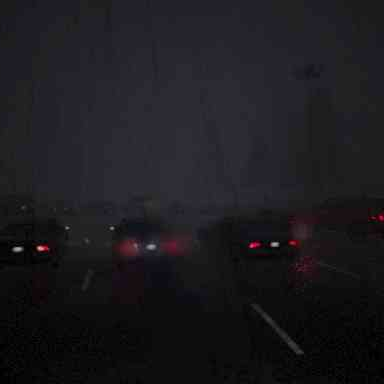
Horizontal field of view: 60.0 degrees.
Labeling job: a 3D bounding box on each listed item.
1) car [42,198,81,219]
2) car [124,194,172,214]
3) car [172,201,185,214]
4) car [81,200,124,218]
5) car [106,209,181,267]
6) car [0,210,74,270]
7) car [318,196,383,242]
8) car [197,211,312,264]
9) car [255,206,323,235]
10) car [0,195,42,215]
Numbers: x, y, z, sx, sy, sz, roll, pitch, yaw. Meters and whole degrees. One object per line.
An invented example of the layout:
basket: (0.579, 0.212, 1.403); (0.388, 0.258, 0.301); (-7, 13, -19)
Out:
car: (-11.802, 1.395, 28.905); (2.097, 1.767, 4.553); (0, 0, -42)
car: (-4.664, 1.252, 31.872); (2.150, 2.045, 5.566); (0, 0, -40)
car: (-2.539, 1.594, 34.636); (1.994, 1.385, 4.181); (0, 0, -40)
car: (-8.743, 1.530, 30.759); (2.128, 1.511, 4.902); (0, 0, -42)
car: (-1.777, 1.559, 11.539); (2.033, 1.411, 5.357); (0, 0, -15)
car: (-5.301, 1.566, 11.194); (2.033, 1.411, 5.357); (0, 0, -16)
car: (7.841, 1.218, 16.623); (2.150, 2.045, 5.566); (0, 0, -18)
car: (1.721, 1.553, 11.943); (2.033, 1.411, 5.357); (0, 0, -15)
car: (4.038, 1.510, 16.773); (1.837, 1.490, 4.892); (0, 0, -19)
car: (-14.394, 1.267, 26.796); (2.150, 2.045, 5.566); (0, 0, -43)
